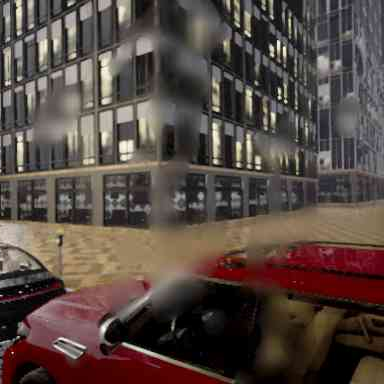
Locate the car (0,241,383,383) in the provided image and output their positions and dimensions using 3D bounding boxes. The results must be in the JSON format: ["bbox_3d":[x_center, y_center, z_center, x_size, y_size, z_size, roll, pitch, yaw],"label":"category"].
[{"bbox_3d":[0.686,1.313,2.409,5.009,1.841,2.192,0,-1,36],"label":"car"}]
